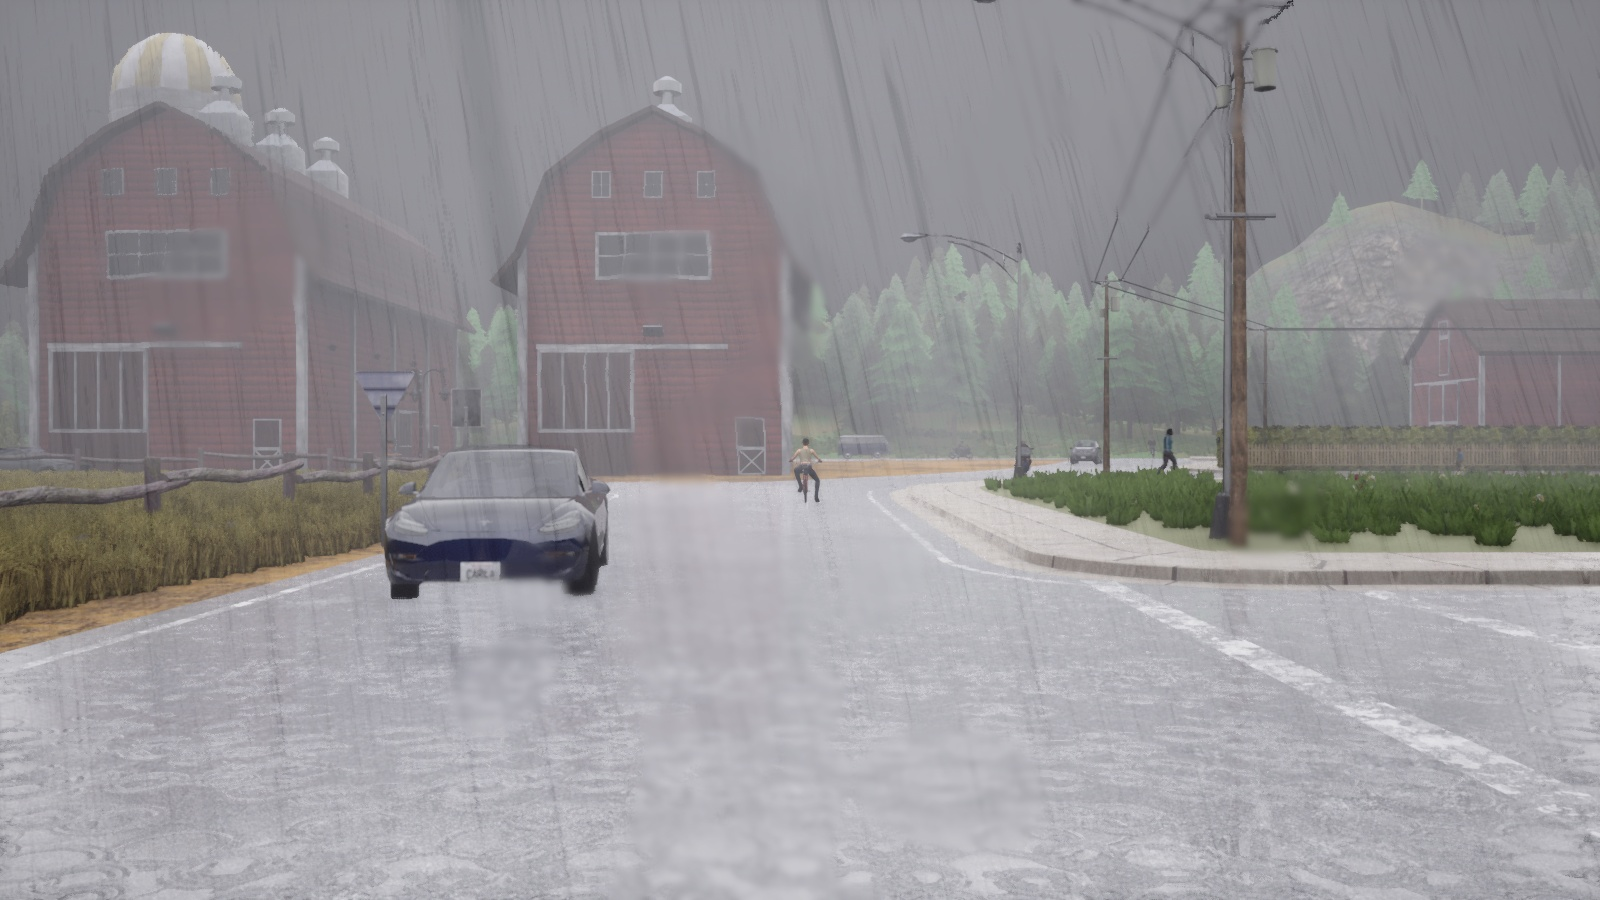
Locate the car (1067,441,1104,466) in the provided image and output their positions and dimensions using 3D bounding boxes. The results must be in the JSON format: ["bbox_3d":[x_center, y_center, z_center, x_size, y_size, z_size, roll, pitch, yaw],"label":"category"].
[{"bbox_3d":[17.527,0.179,77.006,1.845,1.501,3.633,0,1,18],"label":"car"}]

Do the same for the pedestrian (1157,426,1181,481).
[{"bbox_3d":[13.059,0.124,44.432,0.692,1.930,0.396,0,0,-6],"label":"pedestrian"}]

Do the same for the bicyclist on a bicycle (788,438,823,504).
[{"bbox_3d":[0.138,0.505,31.562,0.866,1.612,1.509,0,0,0],"label":"bicyclist on a bicycle"}]

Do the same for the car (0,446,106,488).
[{"bbox_3d":[-26.171,0.549,42.546,4.181,1.385,1.994,0,0,-3],"label":"car"}]

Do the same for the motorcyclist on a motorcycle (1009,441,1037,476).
[{"bbox_3d":[10.251,0.375,57.724,0.866,1.530,2.191,2,0,0],"label":"motorcyclist on a motorcycle"}]

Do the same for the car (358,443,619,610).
[{"bbox_3d":[-3.125,0.667,13.647,2.163,1.488,4.792,0,0,-7],"label":"car"}]
